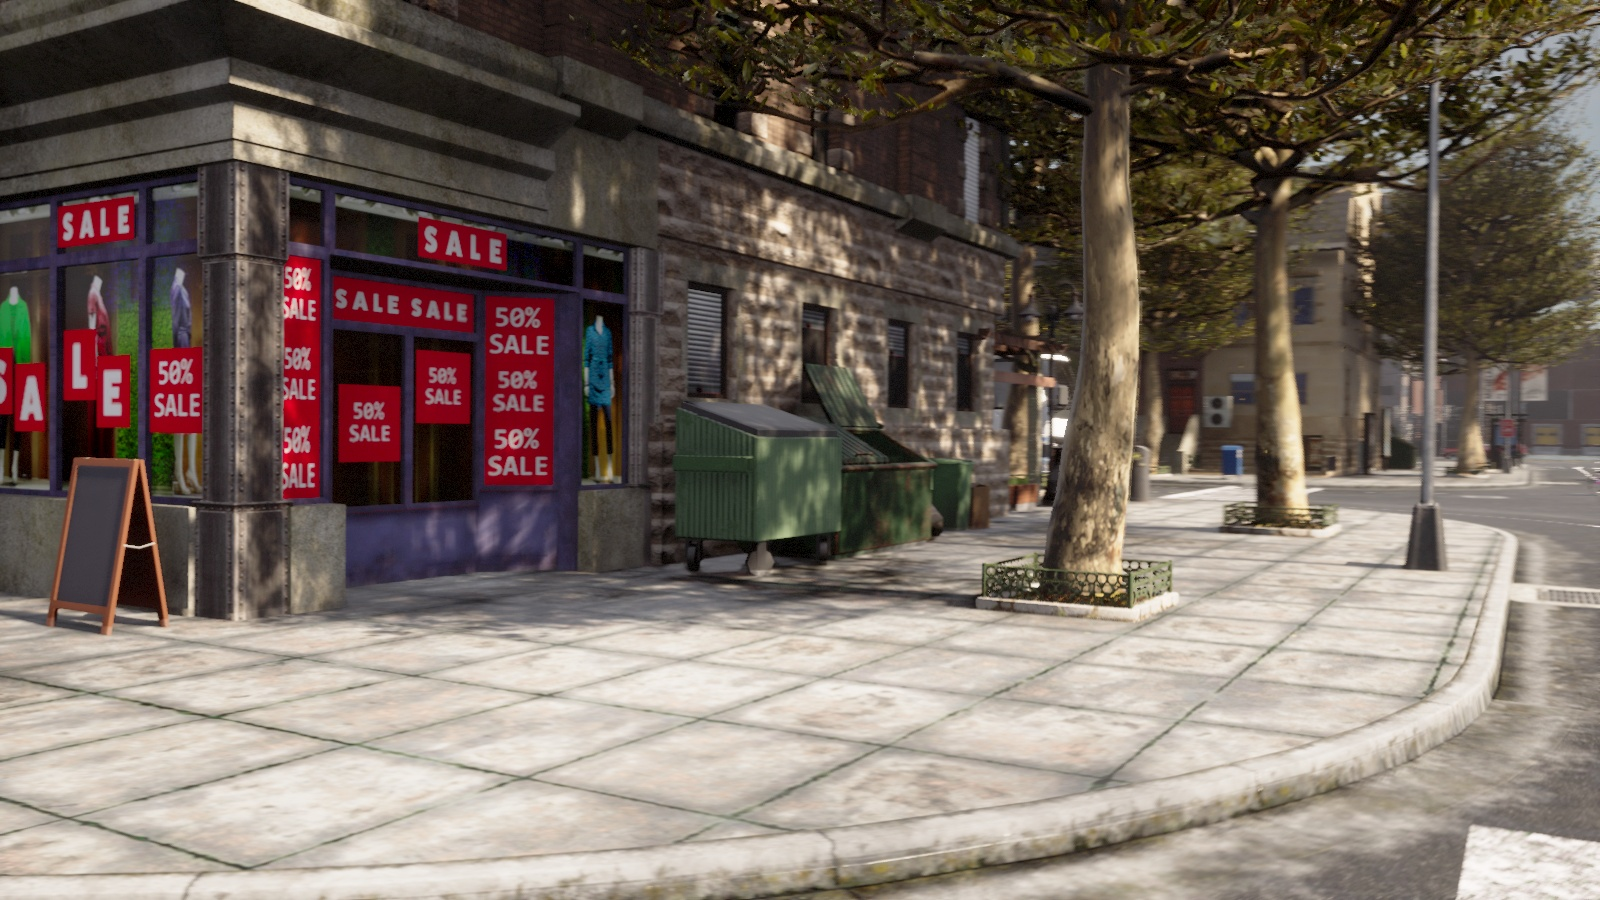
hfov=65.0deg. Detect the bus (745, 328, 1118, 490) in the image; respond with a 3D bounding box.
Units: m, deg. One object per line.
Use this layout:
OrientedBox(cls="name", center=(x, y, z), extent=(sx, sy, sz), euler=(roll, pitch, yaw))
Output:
OrientedBox(cls="bus", center=(3.782, -1.097, 37.313), extent=(10.273, 4.253, 3.944), euler=(0, 1, 30))
